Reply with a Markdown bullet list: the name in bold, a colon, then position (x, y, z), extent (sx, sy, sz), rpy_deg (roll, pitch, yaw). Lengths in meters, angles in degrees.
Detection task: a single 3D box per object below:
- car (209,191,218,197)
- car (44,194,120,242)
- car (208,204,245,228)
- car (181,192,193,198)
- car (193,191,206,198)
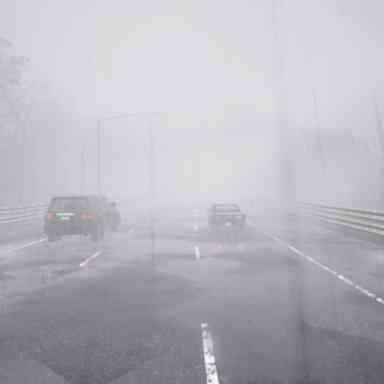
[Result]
- **car**: position (5.417, 0.488, 86.346), extent (2.097, 1.767, 4.553), rpy_deg (-1, 0, 5)
- **car**: position (-5.064, 1.125, 16.004), extent (2.150, 2.045, 5.566), rpy_deg (-1, 1, 0)
- **car**: position (1.956, 1.376, 20.041), extent (1.895, 1.301, 4.718), rpy_deg (-1, 1, 1)
- **car**: position (-1.662, 0.766, 85.770), extent (2.033, 1.411, 5.357), rpy_deg (-1, 0, 5)
- **car**: position (1.866, 0.775, 85.914), extent (1.895, 1.301, 4.718), rpy_deg (-1, 0, 5)
